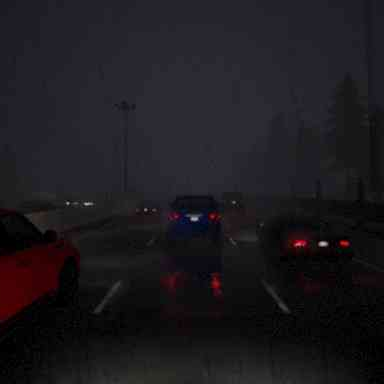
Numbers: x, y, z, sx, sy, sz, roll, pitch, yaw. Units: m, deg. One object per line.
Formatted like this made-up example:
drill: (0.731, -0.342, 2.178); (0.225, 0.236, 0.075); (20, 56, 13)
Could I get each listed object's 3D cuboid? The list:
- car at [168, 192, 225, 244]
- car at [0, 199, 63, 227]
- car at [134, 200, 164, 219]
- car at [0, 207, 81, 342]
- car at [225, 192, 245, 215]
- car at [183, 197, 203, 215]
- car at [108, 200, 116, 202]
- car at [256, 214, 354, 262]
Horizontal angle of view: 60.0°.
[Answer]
car: (0.101, 1.105, 15.394); (2.150, 2.045, 5.566); (0, 0, 0)
car: (-10.608, 1.323, 22.117); (2.128, 1.511, 4.902); (0, 0, 0)
car: (-3.398, 1.344, 26.854); (2.033, 1.411, 5.357); (0, 0, 0)
car: (-3.408, 1.189, 4.623); (2.150, 2.045, 5.566); (0, 1, 0)
car: (3.584, 0.986, 31.271); (2.150, 2.045, 5.566); (0, 0, -1)
car: (0.065, 1.261, 32.248); (1.837, 1.490, 4.892); (0, 0, -1)
car: (-14.305, 1.061, 59.918); (1.837, 1.490, 4.892); (1, 0, -15)
car: (3.599, 1.459, 11.622); (2.033, 1.411, 5.357); (0, 0, 0)
